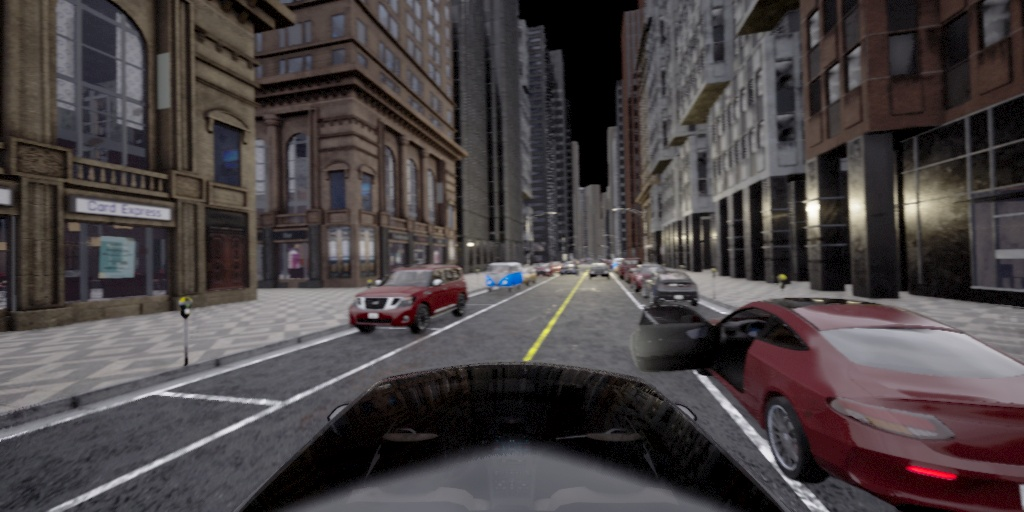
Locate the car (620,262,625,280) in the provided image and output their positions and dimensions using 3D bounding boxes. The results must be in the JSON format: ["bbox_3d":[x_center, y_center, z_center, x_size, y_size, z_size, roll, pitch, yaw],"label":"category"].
[{"bbox_3d":[9.172,1.356,26.101,1.802,1.307,4.207,0,0,13],"label":"car"}]

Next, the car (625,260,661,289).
[{"bbox_3d":[7.884,1.189,20.650,1.967,1.591,4.097,0,0,13],"label":"car"}]

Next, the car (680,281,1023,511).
[{"bbox_3d":[3.566,1.215,4.251,1.812,1.442,4.674,-2,-1,13],"label":"car"}]

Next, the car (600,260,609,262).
[{"bbox_3d":[10.499,1.525,43.595,1.895,1.301,4.718,-2,-1,14],"label":"car"}]

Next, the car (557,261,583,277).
[{"bbox_3d":[6.402,1.546,39.675,1.994,1.385,4.181,-2,-1,14],"label":"car"}]

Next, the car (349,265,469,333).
[{"bbox_3d":[-2.991,1.236,11.694,2.192,1.841,5.009,0,0,13],"label":"car"}]

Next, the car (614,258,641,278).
[{"bbox_3d":[10.461,1.114,31.553,2.192,1.841,5.009,0,0,13],"label":"car"}]

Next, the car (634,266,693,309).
[{"bbox_3d":[6.595,1.276,15.198,2.007,1.370,4.403,0,0,13],"label":"car"}]

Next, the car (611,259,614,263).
[{"bbox_3d":[13.078,1.376,42.622,1.751,1.417,4.829,0,0,13],"label":"car"}]

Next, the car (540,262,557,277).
[{"bbox_3d":[3.452,1.484,38.951,1.967,1.591,4.097,0,0,13],"label":"car"}]

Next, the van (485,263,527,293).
[{"bbox_3d":[-0.414,1.310,22.596,1.690,1.789,3.998,0,0,13],"label":"van"}]

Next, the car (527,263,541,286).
[{"bbox_3d":[0.836,1.519,27.882,1.751,1.417,4.829,0,0,13],"label":"car"}]

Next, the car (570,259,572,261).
[{"bbox_3d":[8.607,1.714,60.756,1.948,1.339,4.313,0,0,13],"label":"car"}]

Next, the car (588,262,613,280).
[{"bbox_3d":[8.074,1.475,33.208,1.895,1.301,4.718,-2,-1,14],"label":"car"}]
